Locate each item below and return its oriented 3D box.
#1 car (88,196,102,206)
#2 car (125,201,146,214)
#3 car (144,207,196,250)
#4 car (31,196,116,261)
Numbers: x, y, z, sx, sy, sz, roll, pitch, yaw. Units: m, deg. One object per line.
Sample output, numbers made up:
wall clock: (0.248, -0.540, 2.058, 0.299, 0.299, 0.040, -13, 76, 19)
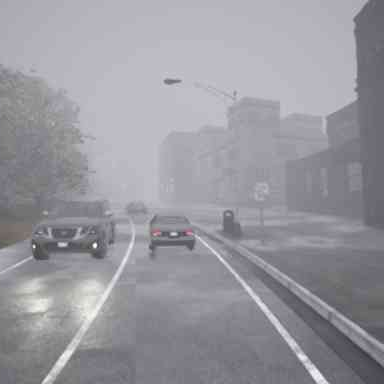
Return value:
car: (-15.853, 1.451, 54.111, 1.882, 1.535, 5.008, 2, 0, -20)
car: (-6.346, 1.703, 37.668, 1.994, 1.385, 4.181, 2, 0, -18)
car: (-0.988, 1.606, 14.746, 2.033, 1.411, 5.357, 1, 0, -7)
car: (-4.239, 1.247, 12.826, 2.150, 2.045, 5.566, 1, 0, -7)
